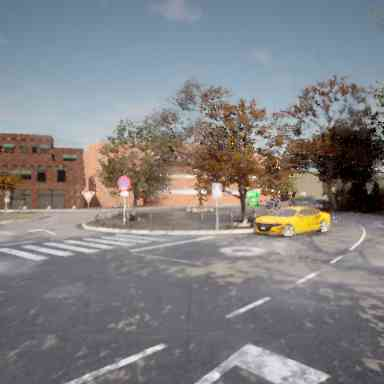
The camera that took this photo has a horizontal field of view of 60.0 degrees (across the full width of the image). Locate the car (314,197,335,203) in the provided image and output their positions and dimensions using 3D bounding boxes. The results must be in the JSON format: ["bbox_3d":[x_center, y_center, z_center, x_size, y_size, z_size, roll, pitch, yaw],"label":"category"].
[{"bbox_3d":[35.299,2.173,88.581,4.674,1.452,2.002,-1,-1,41],"label":"car"}]

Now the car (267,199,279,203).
[{"bbox_3d":[12.922,1.899,52.931,1.812,1.442,4.674,-1,-1,17],"label":"car"}]

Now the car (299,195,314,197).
[{"bbox_3d":[26.083,1.831,77.873,5.566,2.045,2.435,-1,-1,41],"label":"car"}]

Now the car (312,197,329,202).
[{"bbox_3d":[15.214,1.762,42.738,2.033,1.411,5.357,0,-1,2],"label":"car"}]

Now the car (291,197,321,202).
[{"bbox_3d":[11.425,1.647,34.524,1.837,1.490,4.892,0,0,3],"label":"car"}]

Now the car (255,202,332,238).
[{"bbox_3d":[5.625,1.543,18.331,5.008,1.535,1.882,-1,0,-36],"label":"car"}]

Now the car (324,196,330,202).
[{"bbox_3d":[28.738,2.107,69.143,1.895,1.301,4.718,-1,-1,41],"label":"car"}]

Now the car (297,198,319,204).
[{"bbox_3d":[27.941,2.134,79.999,4.674,1.452,2.002,-1,-1,41],"label":"car"}]
